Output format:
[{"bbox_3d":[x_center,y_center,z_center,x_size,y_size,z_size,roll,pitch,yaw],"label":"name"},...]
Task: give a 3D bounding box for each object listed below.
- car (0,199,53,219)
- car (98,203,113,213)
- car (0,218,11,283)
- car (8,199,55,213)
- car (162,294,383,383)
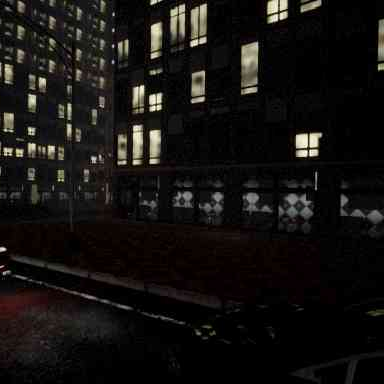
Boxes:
[{"bbox_3d":[-15.671,1.517,30.561,2.192,1.841,5.009,1,0,36],"label":"car"},{"bbox_3d":[-8.888,1.828,39.783,1.752,1.417,4.829,1,0,36],"label":"car"},{"bbox_3d":[-6.376,1.487,8.203,4.902,1.511,2.128,0,0,36],"label":"car"},{"bbox_3d":[-19.183,1.641,39.931,1.752,1.417,4.829,1,0,36],"label":"car"},{"bbox_3d":[1.964,1.492,2.281,4.902,1.511,2.128,0,0,35],"label":"car"}]
